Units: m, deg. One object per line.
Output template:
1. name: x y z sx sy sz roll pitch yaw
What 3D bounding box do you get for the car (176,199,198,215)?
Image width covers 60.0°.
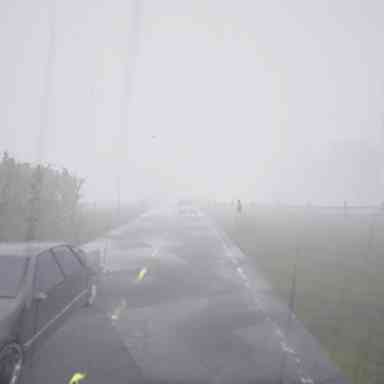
1. car: -0.428 1.644 33.820 1.895 1.301 4.718 0 0 -2

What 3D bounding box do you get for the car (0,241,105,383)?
1. car: -2.854 1.553 5.216 2.033 1.411 5.357 0 0 0

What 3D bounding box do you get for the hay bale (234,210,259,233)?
1. hay bale: 3.078 1.676 18.940 1.220 1.180 1.240 0 0 -1

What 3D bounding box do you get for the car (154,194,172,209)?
1. car: -4.002 1.290 46.085 2.150 2.045 5.566 0 0 -4

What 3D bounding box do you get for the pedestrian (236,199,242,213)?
1. pedestrian: 2.768 1.298 19.759 0.375 1.860 0.375 0 0 -2
